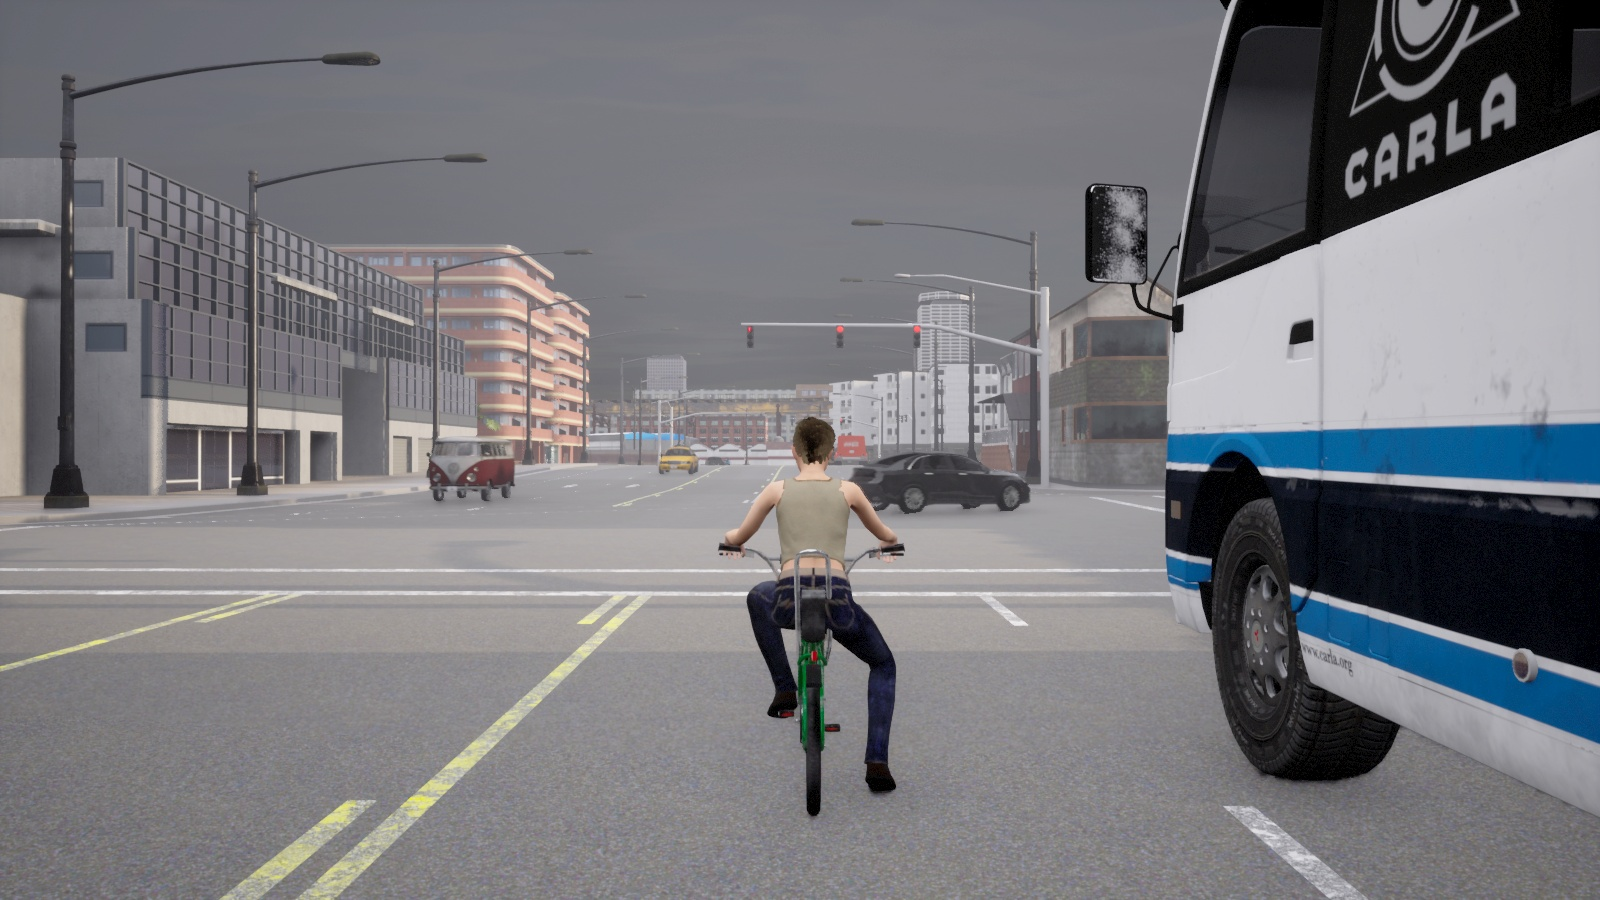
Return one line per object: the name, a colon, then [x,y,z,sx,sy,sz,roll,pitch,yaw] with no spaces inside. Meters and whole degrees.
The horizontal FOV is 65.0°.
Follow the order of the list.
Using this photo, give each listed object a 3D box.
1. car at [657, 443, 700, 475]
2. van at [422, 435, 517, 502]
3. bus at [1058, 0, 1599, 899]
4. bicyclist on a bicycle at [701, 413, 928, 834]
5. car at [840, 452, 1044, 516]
car: [-6.594,0.461,68.536,1.801,1.575,5.366,0,1,0]
van: [-10.261,0.554,39.328,1.775,1.987,4.442,0,0,0]
bus: [3.564,-0.636,2.680,3.944,4.253,10.273,0,0,0]
bicyclist on a bicycle: [0.053,0.663,5.561,0.866,1.612,1.509,0,0,0]
car: [3.590,0.804,31.457,4.892,1.490,1.837,0,0,-28]
